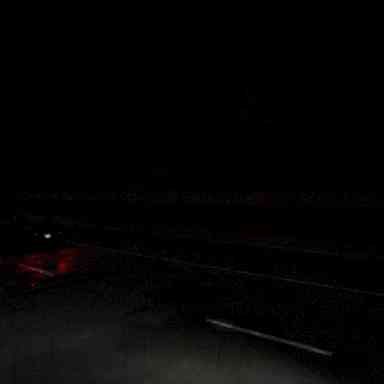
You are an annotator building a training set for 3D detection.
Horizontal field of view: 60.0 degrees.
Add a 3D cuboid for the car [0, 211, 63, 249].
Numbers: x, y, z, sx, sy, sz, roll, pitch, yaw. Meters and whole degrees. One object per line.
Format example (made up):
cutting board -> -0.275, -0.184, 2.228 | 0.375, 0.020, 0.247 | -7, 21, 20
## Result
car -> -7.509, 1.576, 14.897 | 4.674, 1.442, 1.812 | 0, 0, 42
